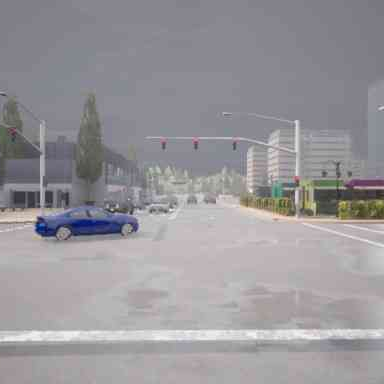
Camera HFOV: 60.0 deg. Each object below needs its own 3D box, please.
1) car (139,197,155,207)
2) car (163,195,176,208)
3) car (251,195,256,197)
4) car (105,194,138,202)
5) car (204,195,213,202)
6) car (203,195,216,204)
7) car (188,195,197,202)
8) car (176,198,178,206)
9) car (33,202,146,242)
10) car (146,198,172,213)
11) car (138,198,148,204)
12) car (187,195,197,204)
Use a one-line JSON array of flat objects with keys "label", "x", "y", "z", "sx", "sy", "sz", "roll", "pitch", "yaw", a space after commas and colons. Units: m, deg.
[{"label": "car", "x": -7.051, "y": 1.564, "z": 52.253, "sx": 1.994, "sy": 1.385, "sz": 4.181, "roll": 0, "pitch": 0, "yaw": 0}, {"label": "car", "x": -3.564, "y": 1.505, "z": 46.061, "sx": 1.837, "sy": 1.490, "sz": 4.892, "roll": 0, "pitch": 0, "yaw": 0}, {"label": "car", "x": 17.833, "y": 1.153, "z": 86.775, "sx": 4.605, "sy": 1.855, "sz": 1.932, "roll": 0, "pitch": 0, "yaw": -1}, {"label": "car", "x": -7.089, "y": 1.221, "z": 32.408, "sx": 2.150, "sy": 2.045, "sz": 5.566, "roll": 0, "pitch": 0, "yaw": 1}, {"label": "car", "x": 3.555, "y": 1.397, "z": 73.893, "sx": 1.812, "sy": 1.442, "sz": 4.674, "roll": 0, "pitch": 0, "yaw": 0}, {"label": "car", "x": 3.547, "y": 1.491, "z": 63.618, "sx": 2.128, "sy": 1.511, "sz": 4.902, "roll": 0, "pitch": 0, "yaw": 0}, {"label": "car", "x": 0.055, "y": 1.372, "z": 73.894, "sx": 1.837, "sy": 1.490, "sz": 4.892, "roll": 0, "pitch": 0, "yaw": 0}, {"label": "car", "x": -3.542, "y": 1.352, "z": 55.925, "sx": 2.097, "sy": 1.767, "sz": 4.553, "roll": 0, "pitch": 0, "yaw": 0}, {"label": "car", "x": -5.123, "y": 1.478, "z": 16.587, "sx": 5.008, "sy": 1.535, "sz": 1.882, "roll": 0, "pitch": 1, "yaw": -34}, {"label": "car", "x": -3.573, "y": 1.601, "z": 36.747, "sx": 1.895, "sy": 1.301, "sz": 4.718, "roll": 0, "pitch": 0, "yaw": 0}, {"label": "car", "x": -7.068, "y": 1.491, "z": 42.296, "sx": 2.128, "sy": 1.511, "sz": 4.902, "roll": 0, "pitch": 0, "yaw": 0}, {"label": "car", "x": 0.047, "y": 1.491, "z": 63.620, "sx": 2.128, "sy": 1.511, "sz": 4.902, "roll": 0, "pitch": 0, "yaw": 0}]
